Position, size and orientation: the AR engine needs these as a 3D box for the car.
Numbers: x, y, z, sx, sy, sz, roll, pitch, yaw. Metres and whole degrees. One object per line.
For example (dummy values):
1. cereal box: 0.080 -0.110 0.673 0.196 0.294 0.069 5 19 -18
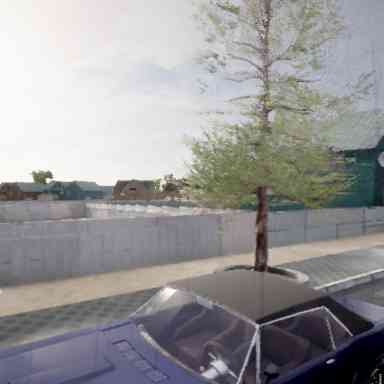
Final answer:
1. car: 0.227 1.603 3.230 4.718 1.301 1.895 0 0 -35
